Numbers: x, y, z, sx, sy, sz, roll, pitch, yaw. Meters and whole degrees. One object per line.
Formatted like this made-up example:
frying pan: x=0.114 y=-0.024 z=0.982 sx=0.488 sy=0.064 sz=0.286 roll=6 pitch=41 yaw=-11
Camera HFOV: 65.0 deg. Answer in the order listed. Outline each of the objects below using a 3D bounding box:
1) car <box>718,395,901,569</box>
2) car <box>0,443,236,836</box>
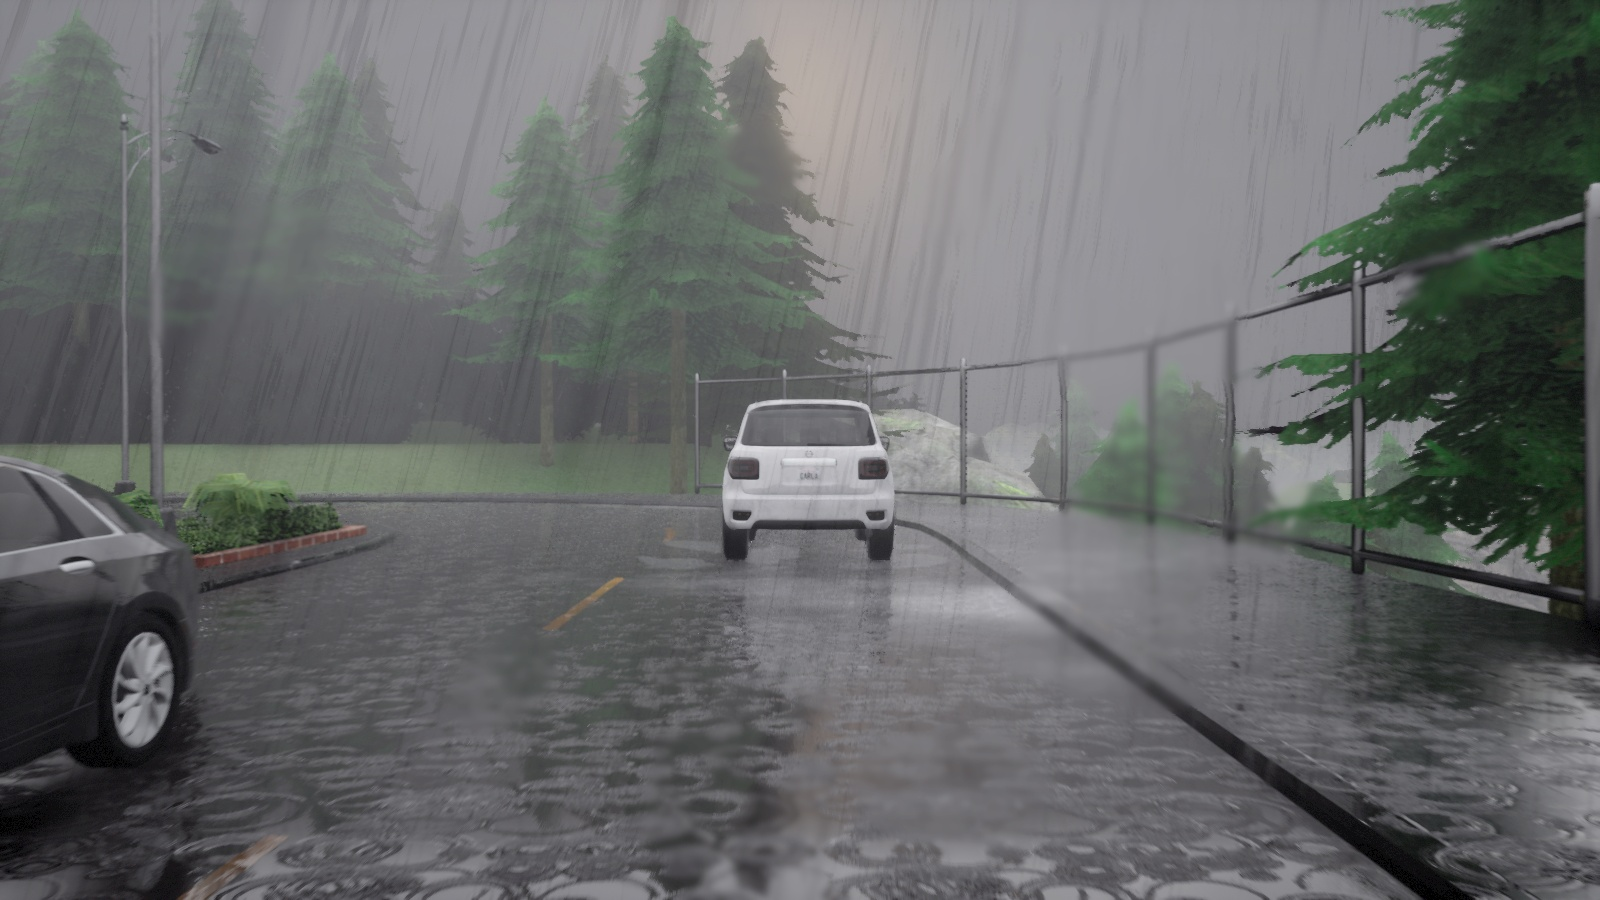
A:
car: x=0.090 y=0.367 z=17.559 sx=2.150 sy=2.045 sz=5.566 roll=0 pitch=0 yaw=0
car: x=-3.959 y=0.724 z=4.287 sx=1.837 sy=1.490 sz=4.892 roll=0 pitch=0 yaw=0
